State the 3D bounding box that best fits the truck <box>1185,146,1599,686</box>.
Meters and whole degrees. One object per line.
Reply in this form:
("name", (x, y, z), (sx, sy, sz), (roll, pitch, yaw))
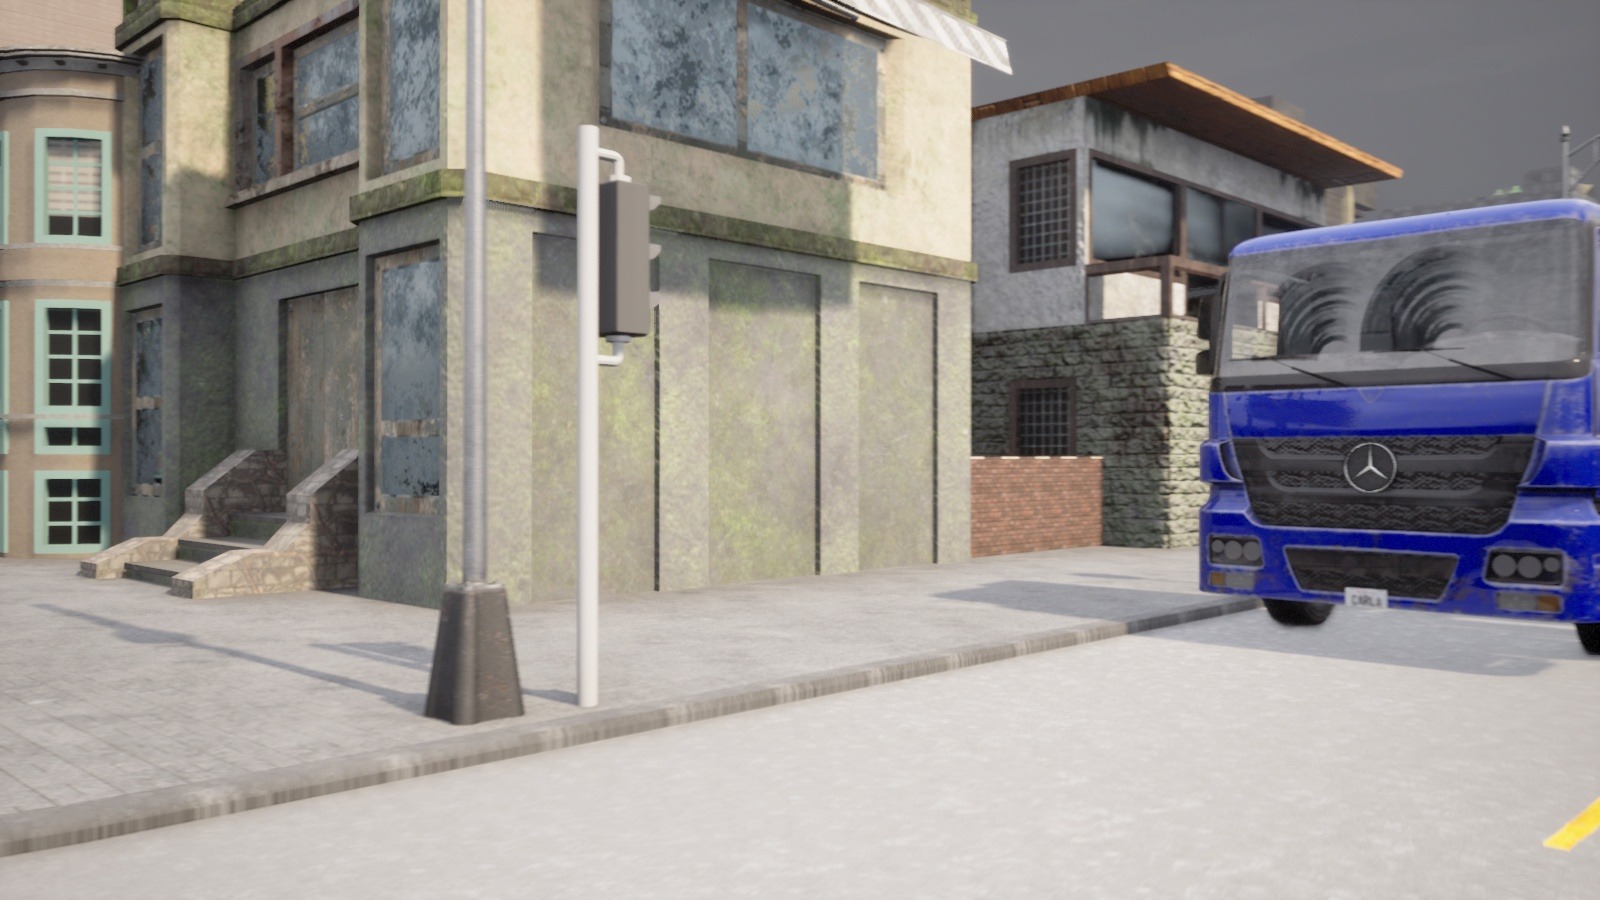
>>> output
("truck", (6.946, -0.208, 11.850), (7.936, 3.462, 2.891), (0, 0, -45))
